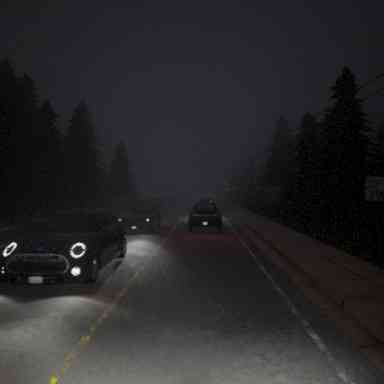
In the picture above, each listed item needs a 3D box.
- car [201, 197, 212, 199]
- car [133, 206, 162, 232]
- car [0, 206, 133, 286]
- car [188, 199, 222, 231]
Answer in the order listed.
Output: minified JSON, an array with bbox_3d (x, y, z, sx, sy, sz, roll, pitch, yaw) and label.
[{"bbox_3d":[1.818,1.341,42.607,2.128,1.511,4.902,0,0,3],"label":"car"},{"bbox_3d":[-2.929,1.519,19.440,1.895,1.301,4.718,0,0,2],"label":"car"},{"bbox_3d":[-3.298,1.303,9.439,2.097,1.767,4.553,0,0,2],"label":"car"},{"bbox_3d":[0.786,1.425,19.902,2.128,1.511,4.902,0,0,2],"label":"car"}]
